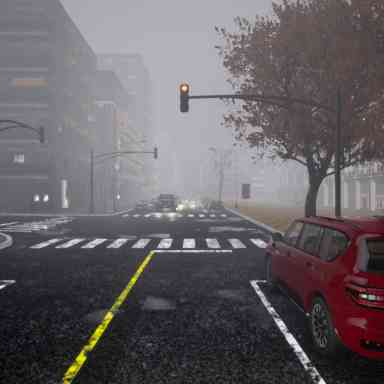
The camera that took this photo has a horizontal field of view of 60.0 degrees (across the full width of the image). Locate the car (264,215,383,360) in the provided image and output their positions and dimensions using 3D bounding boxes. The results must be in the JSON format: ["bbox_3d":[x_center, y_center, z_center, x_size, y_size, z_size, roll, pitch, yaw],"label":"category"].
[{"bbox_3d":[2.700,1.315,5.928,2.192,1.841,5.009,0,0,0],"label":"car"}]

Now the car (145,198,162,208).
[{"bbox_3d":[-5.618,1.573,49.395,2.008,1.369,4.403,0,0,0],"label":"car"}]

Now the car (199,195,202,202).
[{"bbox_3d":[2.787,1.625,65.979,1.802,1.307,4.206,0,0,0],"label":"car"}]

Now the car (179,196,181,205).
[{"bbox_3d":[-3.011,1.528,50.094,1.837,1.490,4.892,0,0,0],"label":"car"}]

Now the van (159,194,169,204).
[{"bbox_3d":[-5.594,1.384,65.993,1.690,1.788,3.998,0,0,0],"label":"van"}]

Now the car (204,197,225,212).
[{"bbox_3d":[2.746,1.557,38.316,1.887,1.381,4.507,0,0,0],"label":"car"}]

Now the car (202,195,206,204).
[{"bbox_3d":[2.762,1.548,49.552,1.752,1.417,4.829,0,0,0],"label":"car"}]

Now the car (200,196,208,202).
[{"bbox_3d":[2.803,1.583,77.215,1.752,1.417,4.829,0,0,0],"label":"car"}]

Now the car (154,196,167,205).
[{"bbox_3d":[-5.602,1.476,60.460,1.967,1.590,4.097,0,0,0],"label":"car"}]

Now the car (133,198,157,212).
[{"bbox_3d":[-5.634,1.563,38.329,2.008,1.369,4.403,0,0,0],"label":"car"}]

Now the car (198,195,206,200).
[{"bbox_3d":[2.827,1.637,93.643,2.008,1.369,4.403,0,0,0],"label":"car"}]

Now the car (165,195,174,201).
[{"bbox_3d":[-5.570,1.506,82.591,1.967,1.590,4.097,0,0,0],"label":"car"}]

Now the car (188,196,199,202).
[{"bbox_3d":[0.116,1.581,76.514,1.812,1.442,4.674,0,0,0],"label":"car"}]

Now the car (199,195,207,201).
[{"bbox_3d":[2.819,1.620,88.111,1.887,1.381,4.507,0,0,0],"label":"car"}]

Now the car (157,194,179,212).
[{"bbox_3d":[-3.033,1.235,40.075,2.150,2.045,5.566,0,0,0],"label":"car"}]
